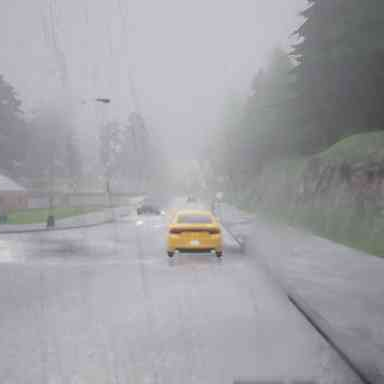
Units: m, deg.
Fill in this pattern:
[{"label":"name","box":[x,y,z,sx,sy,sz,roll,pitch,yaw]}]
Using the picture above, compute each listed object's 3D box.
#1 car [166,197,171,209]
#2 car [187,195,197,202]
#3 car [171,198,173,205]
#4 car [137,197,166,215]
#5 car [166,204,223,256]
[{"label":"car","box":[-4.084,1.475,42.219,1.994,1.385,4.181,0,0,0]},{"label":"car","box":[-0.012,1.394,69.571,2.033,1.411,5.357,0,0,0]},{"label":"car","box":[-4.014,1.454,52.228,1.994,1.385,4.181,0,0,0]},{"label":"car","box":[-4.101,1.283,32.900,2.097,1.767,4.553,0,0,0]},{"label":"car","box":[0.098,1.450,13.036,1.882,1.535,5.008,0,0,0]}]
